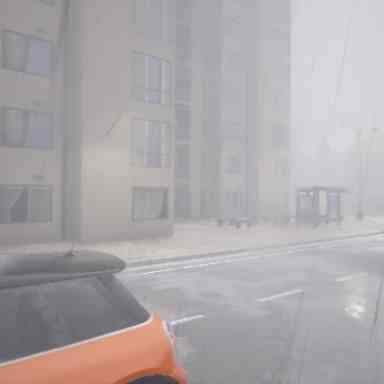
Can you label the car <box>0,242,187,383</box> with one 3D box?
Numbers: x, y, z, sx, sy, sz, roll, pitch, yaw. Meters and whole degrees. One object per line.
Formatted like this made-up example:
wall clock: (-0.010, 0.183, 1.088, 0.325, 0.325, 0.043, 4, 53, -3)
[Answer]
car: (-2.302, 1.347, 2.339, 4.553, 1.767, 2.097, 1, 0, -36)
